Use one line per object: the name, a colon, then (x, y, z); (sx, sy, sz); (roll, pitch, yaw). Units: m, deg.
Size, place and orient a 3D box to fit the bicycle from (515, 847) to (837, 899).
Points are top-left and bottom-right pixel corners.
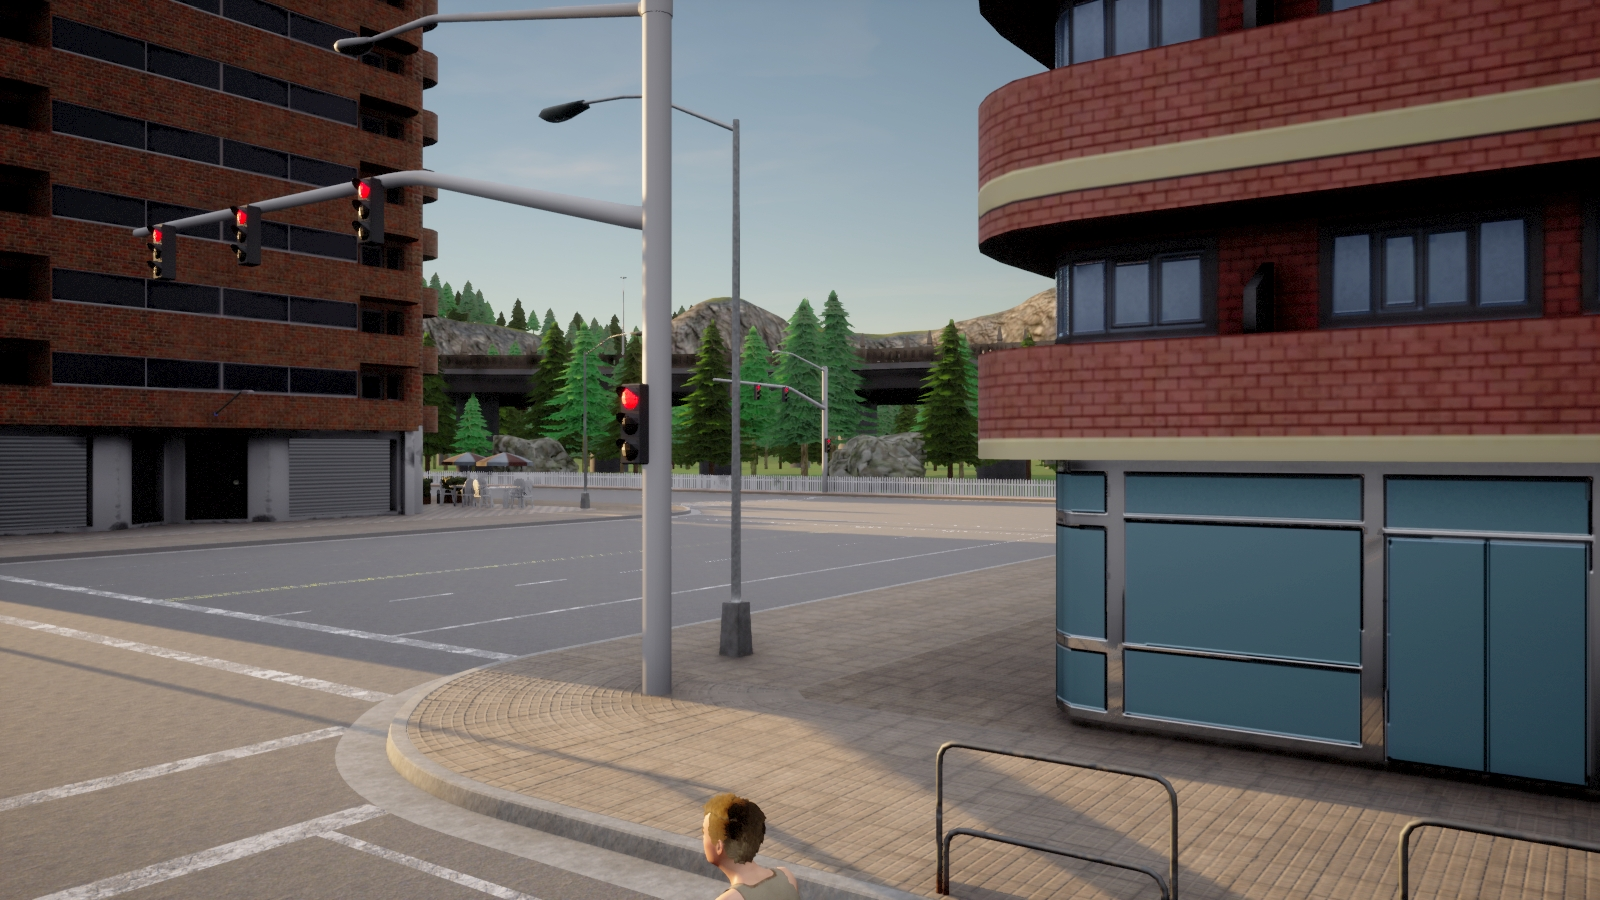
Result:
bicycle: (-0.301, 2.233, 4.022); (1.487, 1.126, 0.859); (0, 0, 35)
